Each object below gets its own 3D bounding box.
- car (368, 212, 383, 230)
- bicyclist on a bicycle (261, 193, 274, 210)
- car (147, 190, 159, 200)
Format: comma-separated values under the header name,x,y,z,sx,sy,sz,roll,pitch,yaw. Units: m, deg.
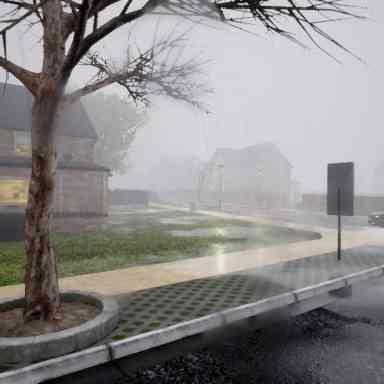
name,x,y,z,sx,sy,sz,roll,pitch,yaw
car,12.111,1.448,18.355,4.181,1.385,1.994,2,2,20
bicyclist on a bicycle,7.245,0.883,31.915,1.656,1.620,0.582,1,1,-28
car,-6.673,0.503,51.842,1.837,1.490,4.892,1,1,-28
